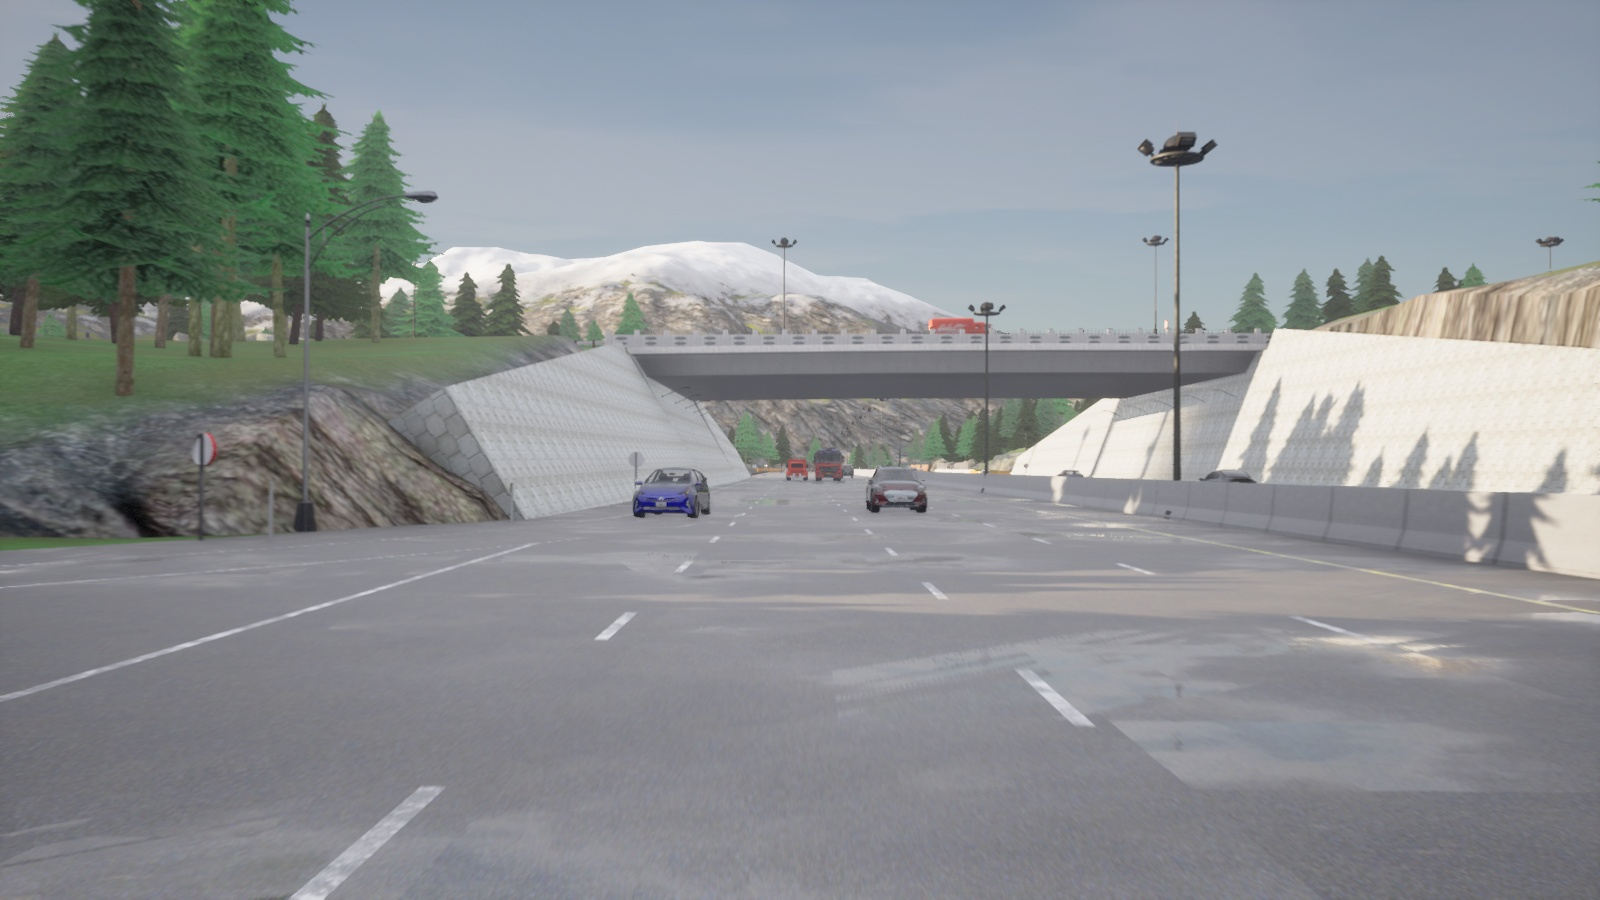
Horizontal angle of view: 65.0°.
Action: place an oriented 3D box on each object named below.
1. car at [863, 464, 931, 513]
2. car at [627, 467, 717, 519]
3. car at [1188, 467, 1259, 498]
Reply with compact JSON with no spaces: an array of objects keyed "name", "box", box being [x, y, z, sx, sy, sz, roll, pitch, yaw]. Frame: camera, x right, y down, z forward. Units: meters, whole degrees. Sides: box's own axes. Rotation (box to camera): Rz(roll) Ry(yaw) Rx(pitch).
[{"name":"car","box":[3.393,1.341,44.802,2.033,1.649,4.856,0,-1,0]},{"name":"car","box":[-3.913,1.310,39.222,2.007,1.525,4.514,0,-1,5]},{"name":"car","box":[20.853,1.582,62.009,1.837,1.490,4.892,0,-1,0]}]
